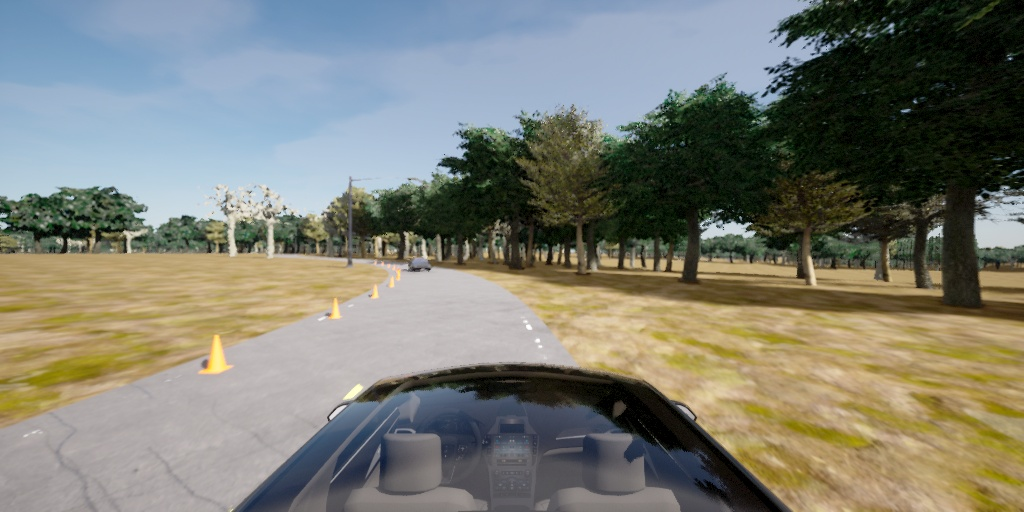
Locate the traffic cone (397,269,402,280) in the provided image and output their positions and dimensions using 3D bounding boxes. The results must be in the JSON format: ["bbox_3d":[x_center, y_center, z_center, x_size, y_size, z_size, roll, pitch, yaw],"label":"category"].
[{"bbox_3d":[-7.999,1.408,25.240,0.340,0.580,0.340,0,0,-15],"label":"traffic cone"}]

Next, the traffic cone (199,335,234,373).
[{"bbox_3d":[-5.000,1.633,6.073,0.340,0.580,0.340,0,0,-3],"label":"traffic cone"}]

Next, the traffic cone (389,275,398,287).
[{"bbox_3d":[-6.876,1.466,20.513,0.340,0.580,0.340,0,0,-12],"label":"traffic cone"}]

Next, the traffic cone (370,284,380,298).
[{"bbox_3d":[-6.000,1.523,15.734,0.340,0.580,0.340,0,0,-9],"label":"traffic cone"}]

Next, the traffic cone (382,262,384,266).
[{"bbox_3d":[-17.201,1.028,47.650,0.340,0.580,0.340,0,0,-30],"label":"traffic cone"}]

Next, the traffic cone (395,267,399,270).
[{"bbox_3d":[-9.367,1.344,29.902,0.340,0.580,0.340,0,0,-18],"label":"traffic cone"}]

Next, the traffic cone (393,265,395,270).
[{"bbox_3d":[-10.976,1.274,34.487,0.340,0.580,0.340,0,0,-21],"label":"traffic cone"}]

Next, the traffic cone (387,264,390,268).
[{"bbox_3d":[-14.898,1.116,43.373,0.340,0.580,0.340,0,0,-27],"label":"traffic cone"}]

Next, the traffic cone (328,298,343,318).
[{"bbox_3d":[-5.374,1.579,10.917,0.340,0.580,0.340,0,0,-6],"label":"traffic cone"}]

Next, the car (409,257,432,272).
[{"bbox_3d":[-9.404,0.857,36.463,2.033,1.411,5.357,0,1,-21],"label":"car"}]

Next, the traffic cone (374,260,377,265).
[{"bbox_3d":[-19.723,0.935,51.802,0.340,0.580,0.340,0,0,-33],"label":"traffic cone"}]
